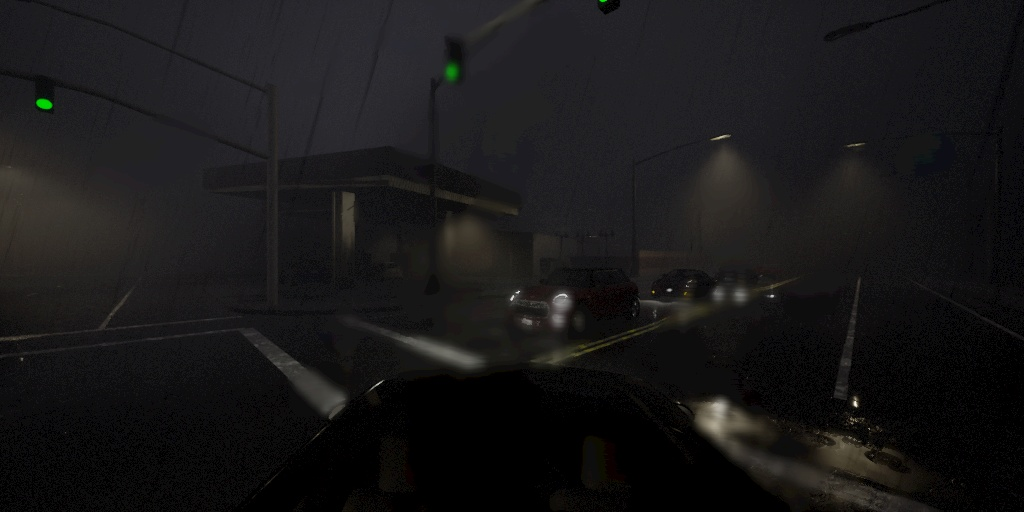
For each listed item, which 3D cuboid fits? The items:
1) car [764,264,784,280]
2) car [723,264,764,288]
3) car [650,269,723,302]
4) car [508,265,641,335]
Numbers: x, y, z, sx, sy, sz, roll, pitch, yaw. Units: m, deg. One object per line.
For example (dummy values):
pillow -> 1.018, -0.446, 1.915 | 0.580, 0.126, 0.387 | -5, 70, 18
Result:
car -> 22.402, 1.364, 31.547 | 1.895, 1.301, 4.718 | 0, 0, 45
car -> 15.205, 1.324, 24.221 | 4.181, 1.385, 1.994 | 0, 0, -45
car -> 8.292, 1.320, 17.183 | 1.994, 1.385, 4.181 | 0, 0, 44
car -> 1.991, 1.105, 10.746 | 2.097, 1.767, 4.553 | 0, 0, 45
